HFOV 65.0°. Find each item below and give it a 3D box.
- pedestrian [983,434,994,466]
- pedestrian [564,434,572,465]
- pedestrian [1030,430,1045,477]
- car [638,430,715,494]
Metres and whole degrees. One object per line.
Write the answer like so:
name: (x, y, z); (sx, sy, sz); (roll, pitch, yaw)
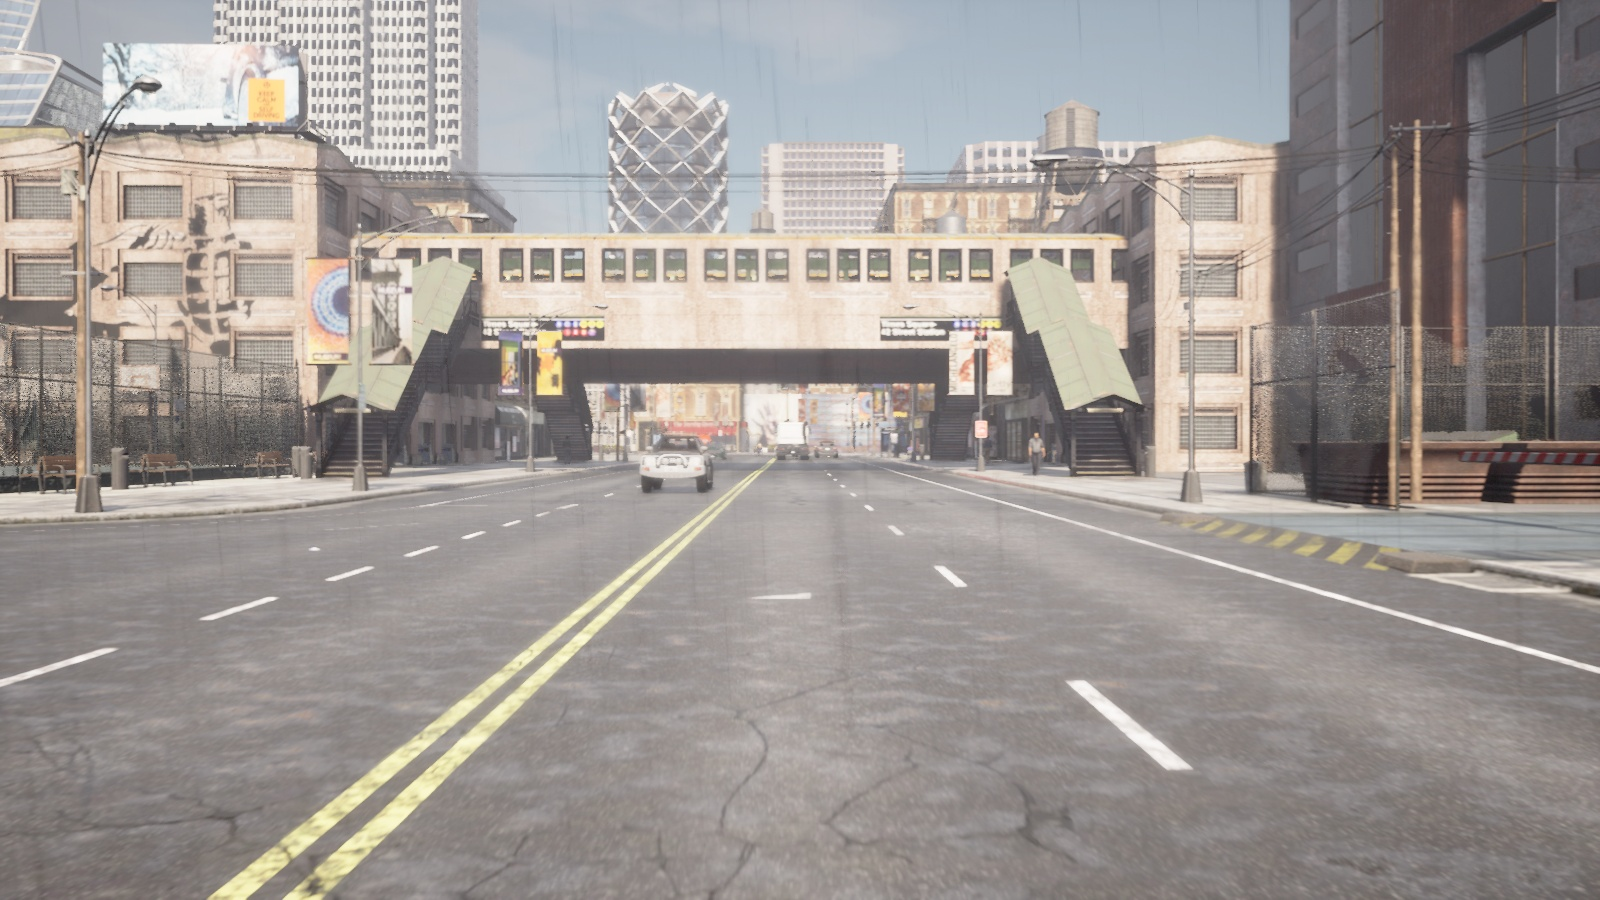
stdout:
pedestrian: (11.394, -0.017, 75.969); (0.423, 1.949, 0.788); (0, 0, -8)
pedestrian: (-14.650, -0.054, 79.346); (0.402, 1.930, 0.666); (0, 0, 1)
pedestrian: (9.446, 0.128, 49.997); (0.540, 1.848, 0.694); (0, 0, 7)
car: (-3.722, 0.343, 38.687); (1.932, 1.855, 4.605); (0, 0, 0)
